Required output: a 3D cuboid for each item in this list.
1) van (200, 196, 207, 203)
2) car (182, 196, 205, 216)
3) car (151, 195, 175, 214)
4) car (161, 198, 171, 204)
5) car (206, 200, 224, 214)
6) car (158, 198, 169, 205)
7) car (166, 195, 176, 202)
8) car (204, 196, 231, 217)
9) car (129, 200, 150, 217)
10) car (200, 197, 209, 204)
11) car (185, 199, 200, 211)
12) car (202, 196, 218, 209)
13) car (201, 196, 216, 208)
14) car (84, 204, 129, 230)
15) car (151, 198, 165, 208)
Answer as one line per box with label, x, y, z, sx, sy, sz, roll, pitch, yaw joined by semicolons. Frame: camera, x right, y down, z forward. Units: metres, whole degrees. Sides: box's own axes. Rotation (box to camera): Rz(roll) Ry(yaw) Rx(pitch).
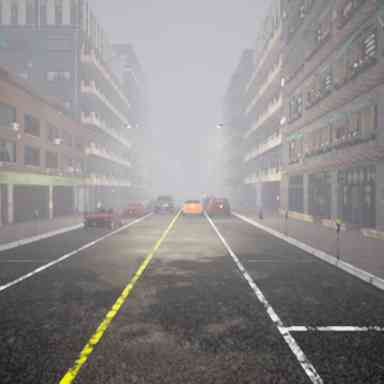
van;2.683;1.745;78.614;1.690;1.788;3.998;-1;0;0
car;0.079;1.517;34.912;2.097;1.767;4.553;0;0;0
car;-3.097;1.405;38.383;2.150;2.045;5.566;0;0;0
car;-5.695;1.937;72.932;1.947;1.339;4.313;-1;0;0
car;2.682;1.712;38.990;1.752;1.417;4.829;-1;0;0
car;-5.695;1.905;67.248;1.947;1.339;4.313;-1;0;0
car;-5.697;1.787;89.988;2.192;1.841;5.009;-1;0;0
car;2.679;1.471;33.137;2.192;1.841;5.009;-1;0;0
car;-5.698;1.701;33.140;1.887;1.381;4.507;-1;0;0
car;2.685;1.897;73.098;1.752;1.417;4.829;-1;0;0
car;0.079;1.766;45.170;2.033;1.411;5.357;0;0;0
car;2.680;1.561;50.191;2.192;1.841;5.009;-1;0;0
car;2.681;1.591;55.876;2.192;1.841;5.009;-1;0;0
car;-5.699;1.644;21.770;1.887;1.381;4.507;-1;0;0
car;-5.696;1.821;55.879;1.887;1.381;4.507;-1;0;0
